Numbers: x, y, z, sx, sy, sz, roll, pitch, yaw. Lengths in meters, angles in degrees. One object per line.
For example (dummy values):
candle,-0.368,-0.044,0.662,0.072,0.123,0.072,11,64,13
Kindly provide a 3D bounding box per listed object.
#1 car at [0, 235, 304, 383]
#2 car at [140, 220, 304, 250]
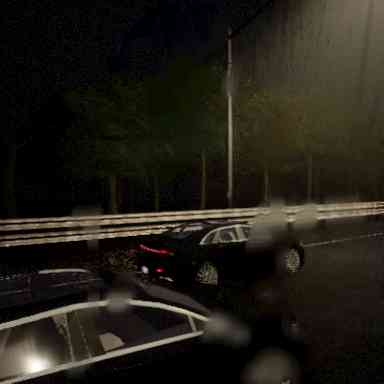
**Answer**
car,-0.987,1.491,3.042,4.902,1.511,2.128,0,0,-36
car,0.932,1.480,8.710,4.902,1.511,2.128,0,0,-36
